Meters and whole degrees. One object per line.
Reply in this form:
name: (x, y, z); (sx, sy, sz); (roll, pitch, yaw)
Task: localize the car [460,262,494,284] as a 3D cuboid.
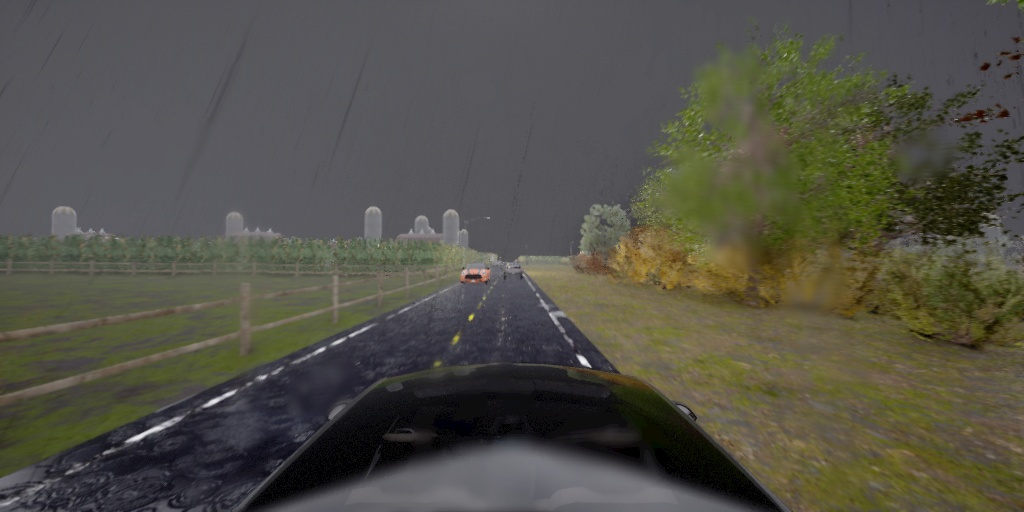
car: (-2.826, 1.266, 28.473); (2.097, 1.767, 4.553); (0, -1, 0)

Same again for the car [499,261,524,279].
car: (0.116, 1.447, 35.702); (2.128, 1.511, 4.902); (0, 0, 0)
